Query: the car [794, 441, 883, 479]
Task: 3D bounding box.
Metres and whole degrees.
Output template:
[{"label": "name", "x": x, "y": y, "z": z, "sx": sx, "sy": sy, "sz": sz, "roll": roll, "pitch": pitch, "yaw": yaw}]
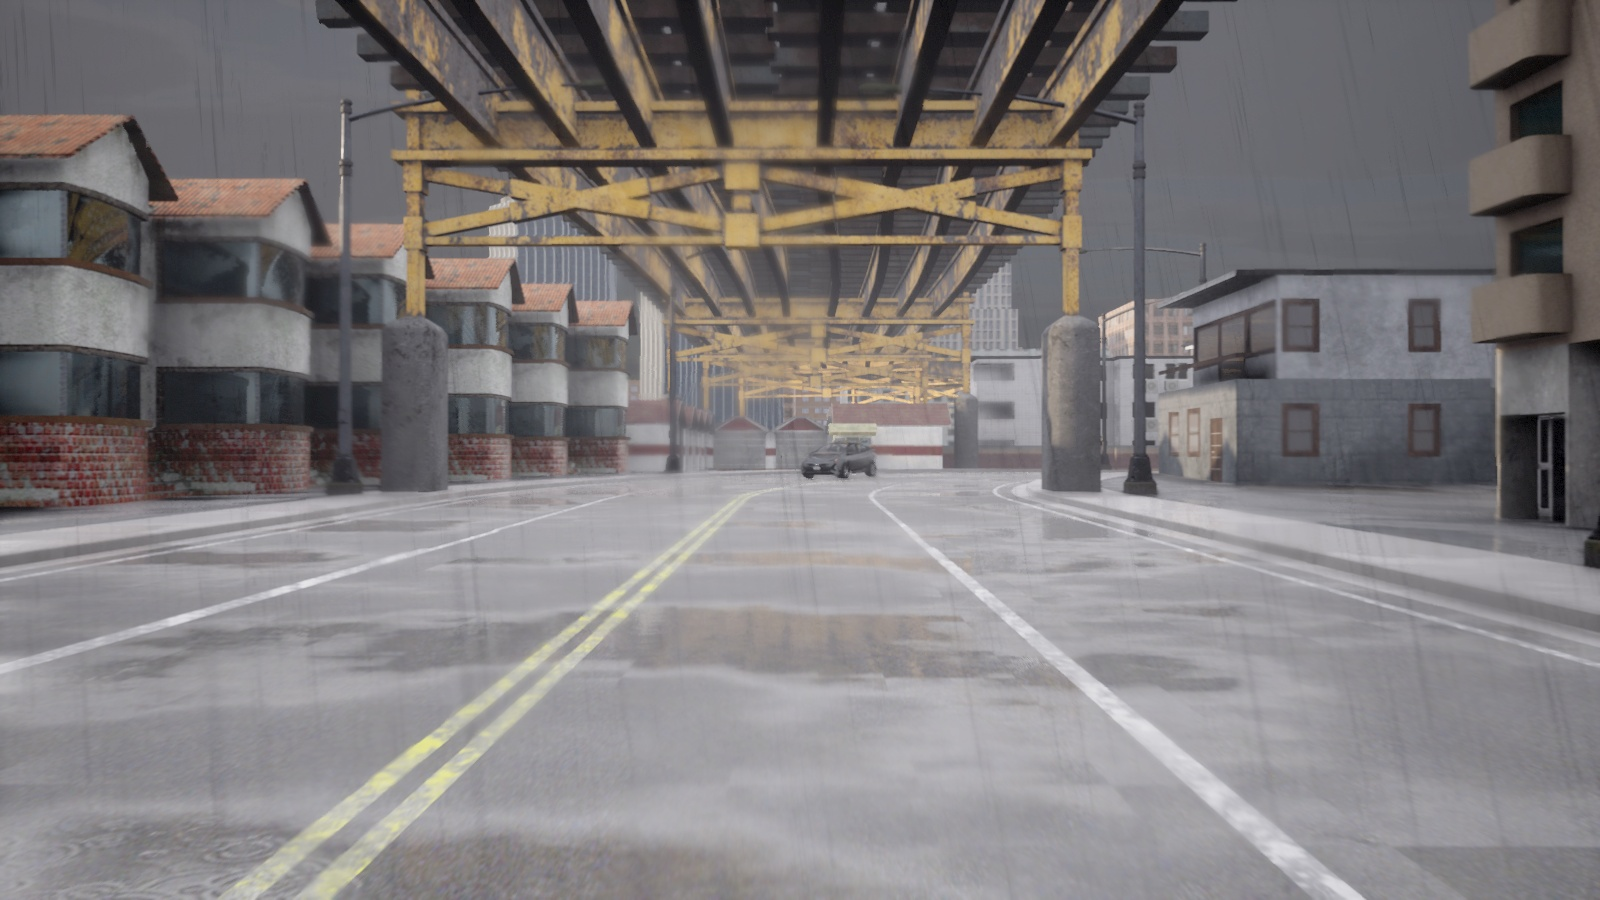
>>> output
[{"label": "car", "x": 1.698, "y": 0.404, "z": 53.329, "sx": 2.007, "sy": 1.525, "sz": 4.514, "roll": 0, "pitch": 0, "yaw": 28}]
